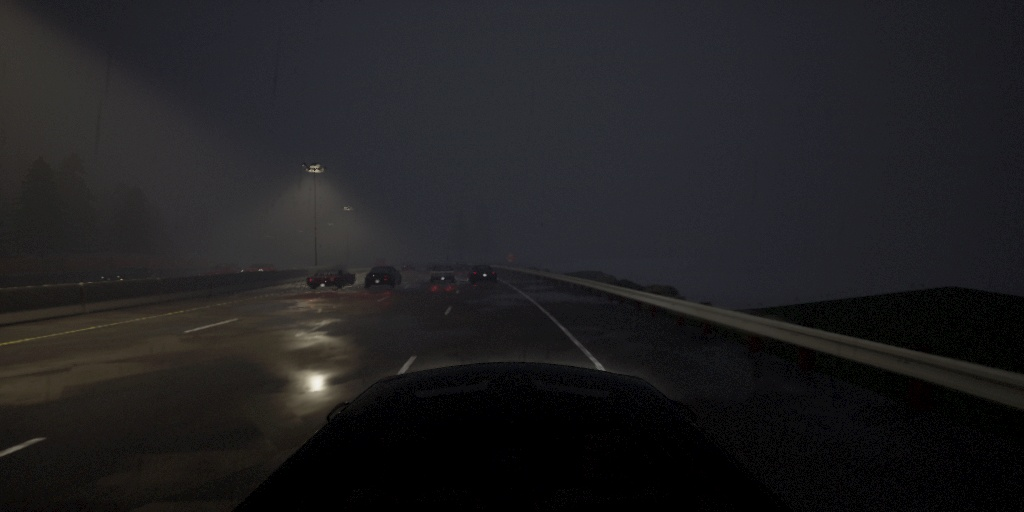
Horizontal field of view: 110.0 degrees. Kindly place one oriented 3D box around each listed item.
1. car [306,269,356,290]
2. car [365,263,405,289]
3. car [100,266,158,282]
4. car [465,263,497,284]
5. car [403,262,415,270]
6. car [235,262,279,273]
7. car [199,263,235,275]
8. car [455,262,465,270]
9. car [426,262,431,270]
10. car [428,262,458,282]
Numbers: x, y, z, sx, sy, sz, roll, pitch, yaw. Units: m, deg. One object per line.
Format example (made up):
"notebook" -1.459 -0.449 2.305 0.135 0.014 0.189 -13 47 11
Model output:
"car" -12.209 1.531 24.598 1.895 1.301 4.718 -1 0 -10
"car" -8.844 1.409 24.778 1.812 1.442 4.674 0 0 -10
"car" -35.876 1.764 33.751 1.837 1.490 4.892 0 1 -13
"car" -2.352 1.360 28.129 1.994 1.385 4.181 -1 0 -10
"car" -16.302 1.603 56.073 1.895 1.301 4.718 -1 0 -21
"car" -25.839 1.478 36.833 2.097 1.767 4.553 -1 0 -14
"car" -29.180 1.696 35.841 1.812 1.442 4.674 -1 0 -14
"car" -7.364 1.477 51.268 1.895 1.301 4.718 -1 0 -18
"car" -11.778 1.540 53.654 1.895 1.301 4.718 -1 0 -20
"car" -5.807 1.445 29.966 1.895 1.301 4.718 -1 0 -11
